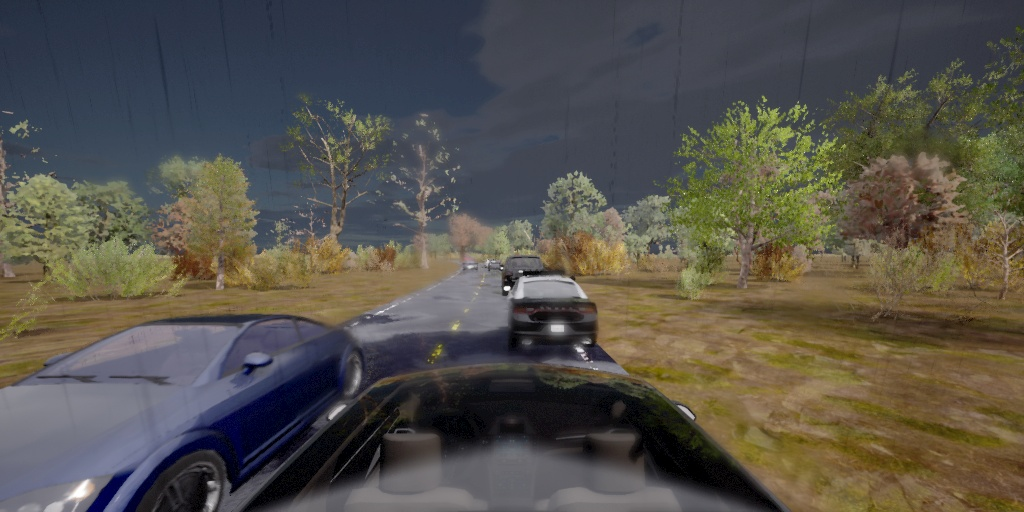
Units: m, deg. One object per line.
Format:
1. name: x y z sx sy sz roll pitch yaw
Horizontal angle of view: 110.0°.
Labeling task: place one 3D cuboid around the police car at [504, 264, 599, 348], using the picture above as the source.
1. police car: 0.820 1.174 9.415 1.930 1.638 5.238 0 0 -1

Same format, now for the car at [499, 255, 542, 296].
1. car: 0.531 0.972 19.380 2.150 2.045 5.566 0 0 -2

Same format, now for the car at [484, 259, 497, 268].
1. car: -3.593 1.278 59.865 1.812 1.442 4.674 0 0 -8

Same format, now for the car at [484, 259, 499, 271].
1. car: -2.313 1.240 48.066 2.128 1.511 4.902 0 0 -5

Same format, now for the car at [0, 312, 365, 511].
1. car: -3.139 1.313 3.591 1.994 1.385 4.181 0 0 -1

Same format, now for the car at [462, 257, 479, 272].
1. car: -5.313 1.242 46.383 2.128 1.511 4.902 0 0 -5
